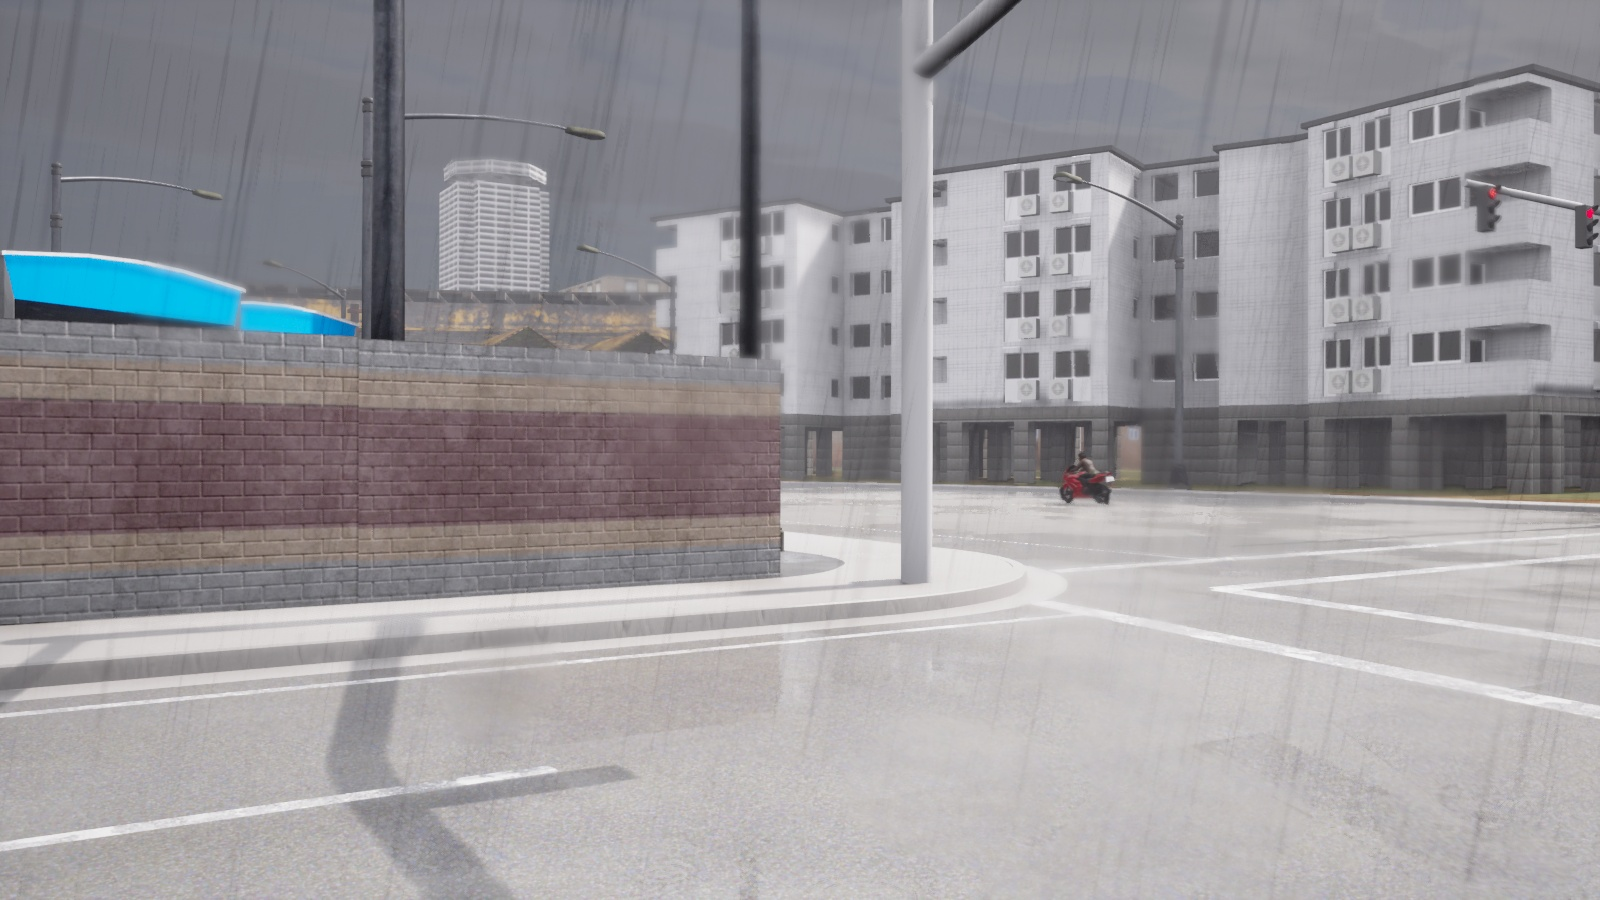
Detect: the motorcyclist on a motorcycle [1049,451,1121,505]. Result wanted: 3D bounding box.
[{"bbox_3d":[8.271,0.803,36.516,0.797,1.523,2.044,0,0,-33],"label":"motorcyclist on a motorcycle"}]
